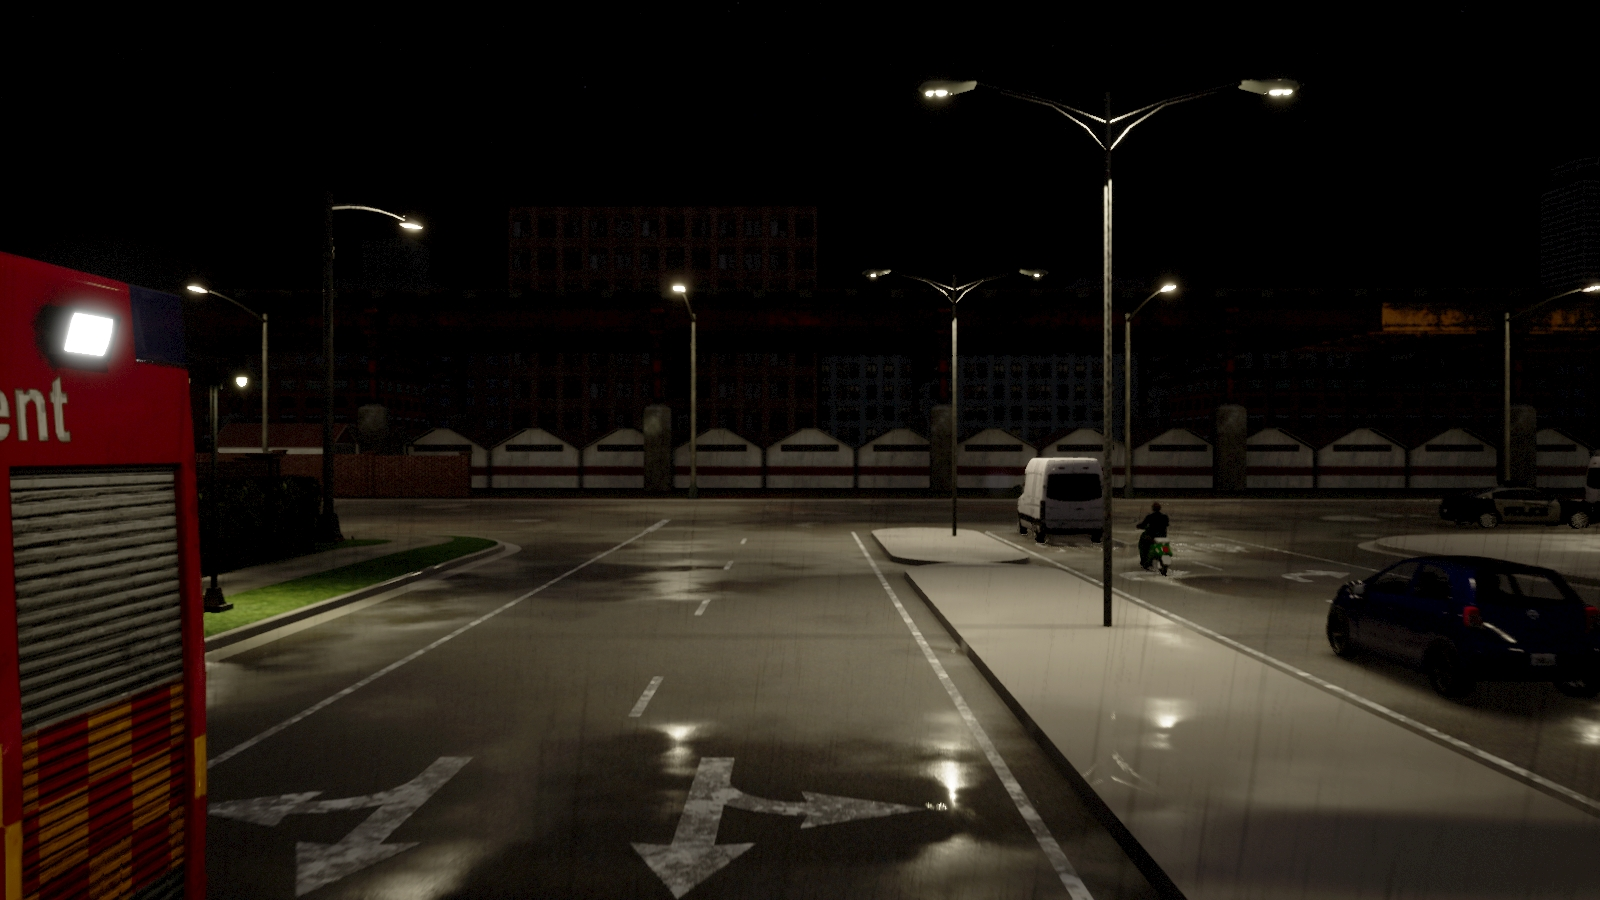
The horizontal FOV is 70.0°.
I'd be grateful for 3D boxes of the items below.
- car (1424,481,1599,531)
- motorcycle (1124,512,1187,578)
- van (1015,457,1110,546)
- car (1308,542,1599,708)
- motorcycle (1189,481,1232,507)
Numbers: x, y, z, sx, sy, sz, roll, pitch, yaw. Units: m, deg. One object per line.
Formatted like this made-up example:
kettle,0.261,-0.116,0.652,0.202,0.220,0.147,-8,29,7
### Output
car,25.525,1.972,40.839,5.238,1.638,2.097,0,0,4
motorcycle,8.015,2.123,25.830,0.856,1.341,1.805,0,0,0
van,8.225,1.526,36.380,1.988,2.561,5.915,0,0,3
car,8.015,2.034,14.139,1.845,1.501,3.633,0,0,0
motorcycle,20.095,2.169,55.968,1.805,1.236,0.856,0,0,0
